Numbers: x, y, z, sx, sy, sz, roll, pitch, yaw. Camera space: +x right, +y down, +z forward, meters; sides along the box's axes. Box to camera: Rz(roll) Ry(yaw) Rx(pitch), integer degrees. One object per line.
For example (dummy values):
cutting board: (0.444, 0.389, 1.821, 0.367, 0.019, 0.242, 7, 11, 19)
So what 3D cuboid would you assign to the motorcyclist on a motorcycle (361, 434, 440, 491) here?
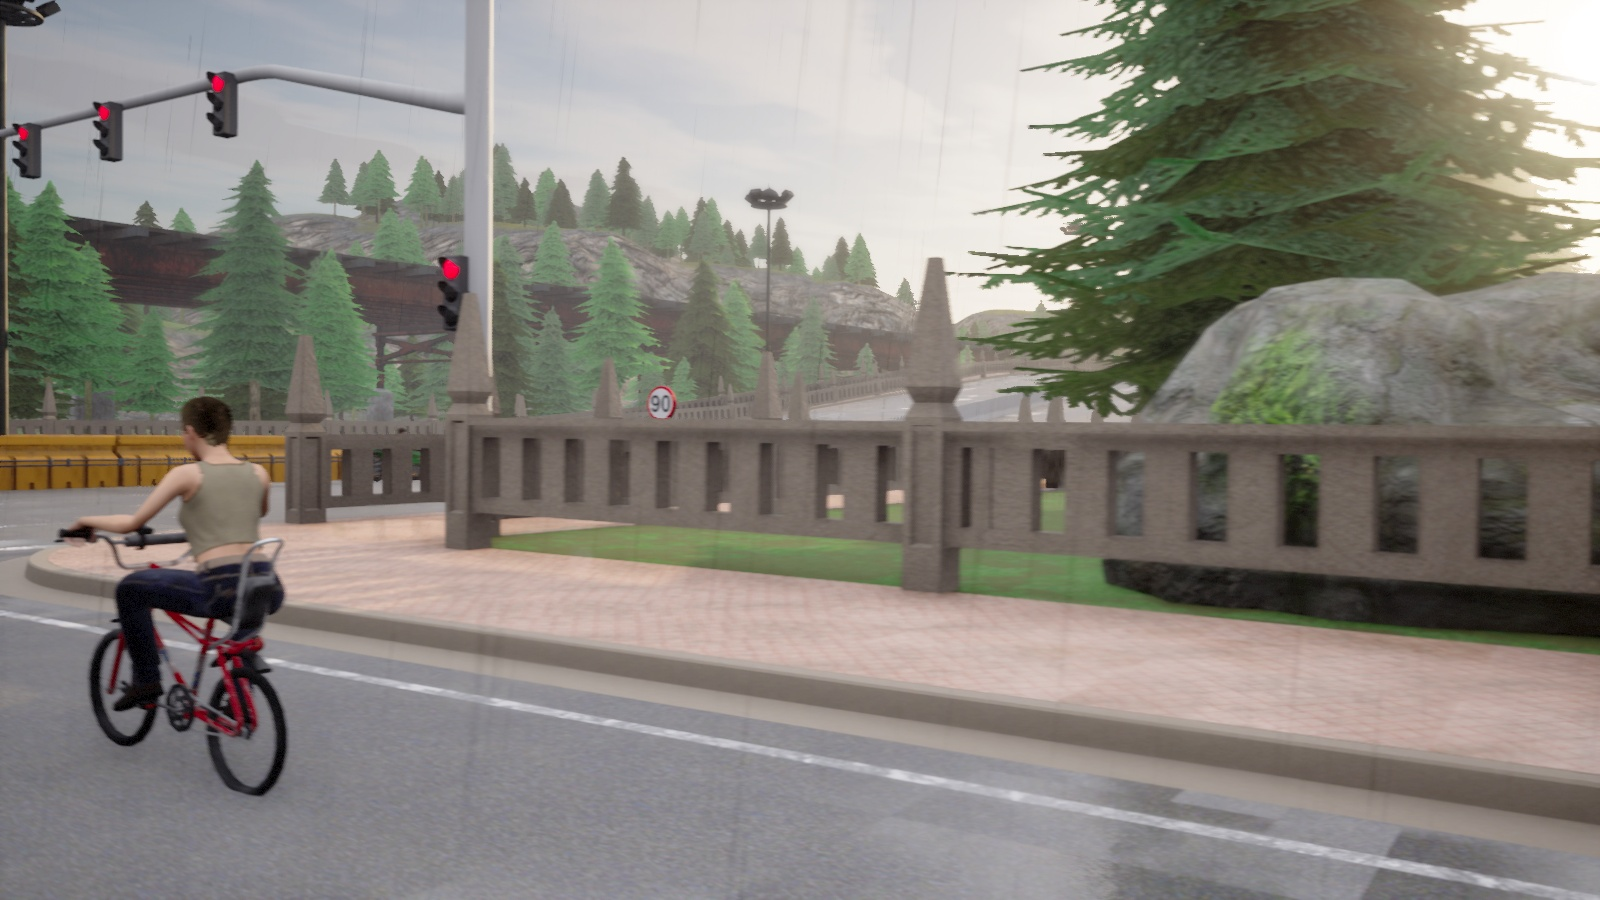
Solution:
motorcyclist on a motorcycle: (-11.097, 0.335, 34.979, 0.797, 1.523, 2.044, 0, 0, 34)

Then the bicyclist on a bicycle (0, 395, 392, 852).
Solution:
bicyclist on a bicycle: (-2.613, 0.614, 5.353, 1.509, 1.612, 0.866, 5, 3, 34)
